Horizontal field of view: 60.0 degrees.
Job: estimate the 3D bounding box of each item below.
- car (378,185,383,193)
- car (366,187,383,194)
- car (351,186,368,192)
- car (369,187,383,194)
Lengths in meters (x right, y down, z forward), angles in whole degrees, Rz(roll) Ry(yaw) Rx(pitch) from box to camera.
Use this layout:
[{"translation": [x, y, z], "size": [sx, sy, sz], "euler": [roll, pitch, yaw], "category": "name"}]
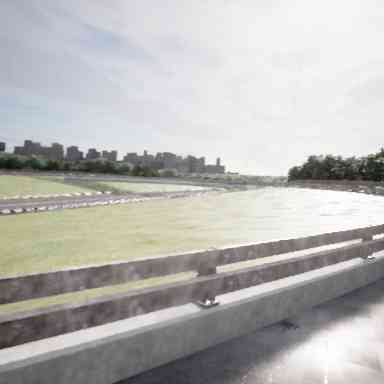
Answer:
[{"translation": [48.804, -0.634, 82.264], "size": [2.150, 2.045, 5.566], "euler": [2, 3, -3], "category": "car"}, {"translation": [45.295, -0.431, 82.237], "size": [1.994, 1.385, 4.181], "euler": [2, 3, -3], "category": "car"}, {"translation": [41.803, -0.774, 83.004], "size": [2.033, 1.411, 5.357], "euler": [2, 3, -3], "category": "car"}, {"translation": [41.388, -0.172, 72.752], "size": [2.033, 1.411, 5.357], "euler": [2, 3, 5], "category": "car"}]
